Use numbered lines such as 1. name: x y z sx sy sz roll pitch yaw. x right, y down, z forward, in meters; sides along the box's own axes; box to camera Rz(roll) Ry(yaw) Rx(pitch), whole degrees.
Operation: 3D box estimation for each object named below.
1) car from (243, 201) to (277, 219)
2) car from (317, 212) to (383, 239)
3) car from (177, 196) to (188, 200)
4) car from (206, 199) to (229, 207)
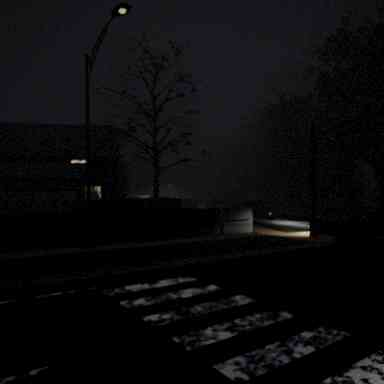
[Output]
1. car: 6.250 1.652 31.581 2.128 1.511 4.902 -1 0 -15
2. car: 9.408 1.765 17.707 5.357 1.411 2.033 0 0 18
3. car: -1.840 1.541 62.401 2.128 1.511 4.902 -1 0 -14
4. car: 3.358 1.667 42.474 2.033 1.411 5.357 -1 1 -15
